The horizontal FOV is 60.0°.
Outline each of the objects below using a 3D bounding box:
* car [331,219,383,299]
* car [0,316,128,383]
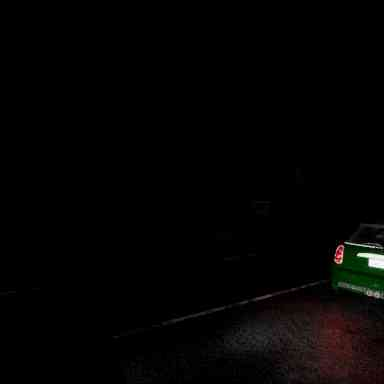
[{"bbox_3d":[5.177,1.352,7.425,4.553,1.767,2.097,0,0,-35],"label":"car"},{"bbox_3d":[-2.740,1.492,1.795,4.902,1.511,2.128,0,0,-36],"label":"car"}]
